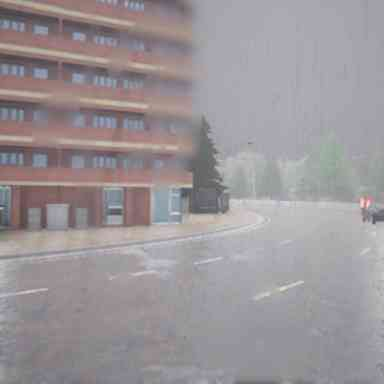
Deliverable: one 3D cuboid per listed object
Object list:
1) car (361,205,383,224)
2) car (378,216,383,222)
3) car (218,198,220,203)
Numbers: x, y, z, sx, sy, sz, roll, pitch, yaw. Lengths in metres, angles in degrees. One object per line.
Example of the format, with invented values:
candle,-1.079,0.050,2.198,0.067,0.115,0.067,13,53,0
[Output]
car,15.411,1.801,27.442,1.837,1.490,4.892,0,0,14
car,8.855,1.696,13.006,2.033,1.411,5.357,0,0,35
car,5.097,2.009,66.065,1.837,1.490,4.892,1,-1,-20
